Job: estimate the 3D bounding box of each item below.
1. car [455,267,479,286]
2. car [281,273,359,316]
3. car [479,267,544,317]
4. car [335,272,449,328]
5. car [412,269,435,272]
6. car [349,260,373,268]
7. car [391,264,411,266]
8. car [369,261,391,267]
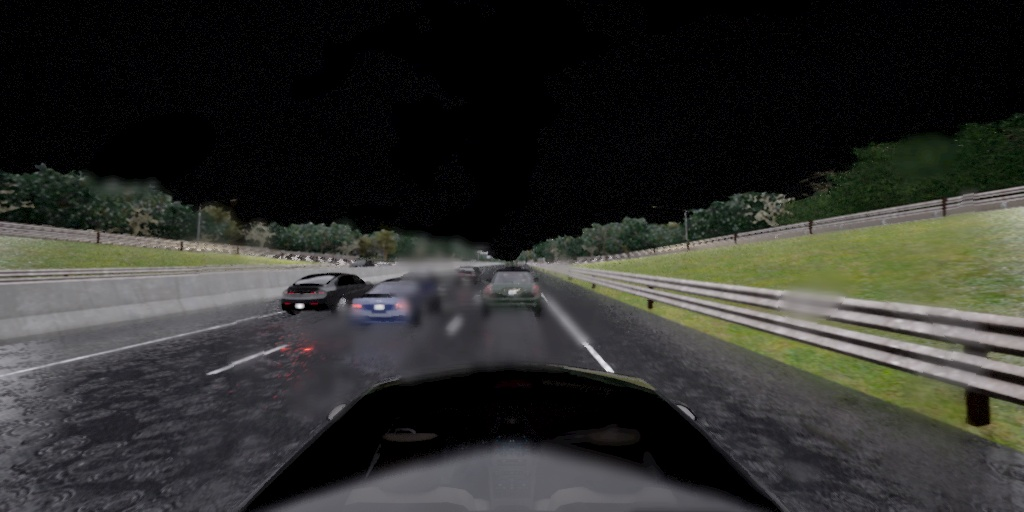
[{"bbox_3d":[-3.403,1.586,29.135,1.837,1.490,4.892,0,0,1],"label":"car"},{"bbox_3d":[-6.946,1.409,14.197,1.837,1.490,4.892,0,0,0],"label":"car"},{"bbox_3d":[0.054,1.252,14.094,2.097,1.767,4.553,0,-1,1],"label":"car"},{"bbox_3d":[-3.473,1.424,11.950,2.033,1.411,5.357,0,-1,1],"label":"car"},{"bbox_3d":[-6.911,1.674,28.495,1.895,1.301,4.718,0,-1,1],"label":"car"},{"bbox_3d":[-24.347,1.655,58.494,2.150,2.045,5.566,0,-1,1],"label":"car"},{"bbox_3d":[-17.357,1.980,58.536,2.033,1.411,5.357,0,-1,1],"label":"car"},{"bbox_3d":[-20.858,1.926,58.535,2.128,1.511,4.902,0,-1,1],"label":"car"}]
